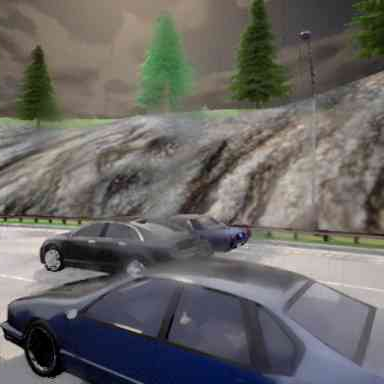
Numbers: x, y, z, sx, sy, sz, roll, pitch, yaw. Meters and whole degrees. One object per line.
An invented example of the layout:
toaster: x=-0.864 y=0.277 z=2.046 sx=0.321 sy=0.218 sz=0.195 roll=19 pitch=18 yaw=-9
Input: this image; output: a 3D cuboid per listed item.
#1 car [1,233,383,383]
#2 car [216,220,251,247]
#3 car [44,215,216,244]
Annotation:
car: x=0.070 y=1.514 z=3.792 sx=5.357 sy=1.411 sz=2.033 roll=0 pitch=1 yaw=33
car: x=-0.386 y=1.499 z=12.127 sx=4.718 sy=1.301 sz=1.895 roll=0 pitch=1 yaw=29
car: x=-2.022 y=1.429 z=8.979 sx=4.892 sy=1.490 sz=1.837 roll=0 pitch=0 yaw=29
